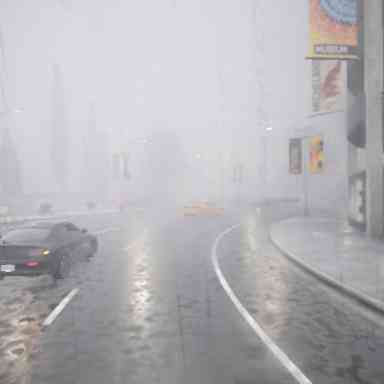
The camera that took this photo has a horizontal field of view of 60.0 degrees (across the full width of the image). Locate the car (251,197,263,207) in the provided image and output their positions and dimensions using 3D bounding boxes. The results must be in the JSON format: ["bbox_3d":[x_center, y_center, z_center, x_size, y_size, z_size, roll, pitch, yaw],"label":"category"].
[{"bbox_3d":[10.782,1.445,48.771,4.674,1.442,1.812,0,0,-30],"label":"car"}]

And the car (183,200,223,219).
[{"bbox_3d":[1.093,1.455,29.286,1.882,1.535,5.008,-1,0,29],"label":"car"}]

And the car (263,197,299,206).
[{"bbox_3d":[12.506,1.129,45.726,4.718,1.301,1.895,0,0,-30],"label":"car"}]

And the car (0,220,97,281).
[{"bbox_3d":[-4.219,1.555,9.838,1.812,1.442,4.674,-1,0,-1],"label":"car"}]
